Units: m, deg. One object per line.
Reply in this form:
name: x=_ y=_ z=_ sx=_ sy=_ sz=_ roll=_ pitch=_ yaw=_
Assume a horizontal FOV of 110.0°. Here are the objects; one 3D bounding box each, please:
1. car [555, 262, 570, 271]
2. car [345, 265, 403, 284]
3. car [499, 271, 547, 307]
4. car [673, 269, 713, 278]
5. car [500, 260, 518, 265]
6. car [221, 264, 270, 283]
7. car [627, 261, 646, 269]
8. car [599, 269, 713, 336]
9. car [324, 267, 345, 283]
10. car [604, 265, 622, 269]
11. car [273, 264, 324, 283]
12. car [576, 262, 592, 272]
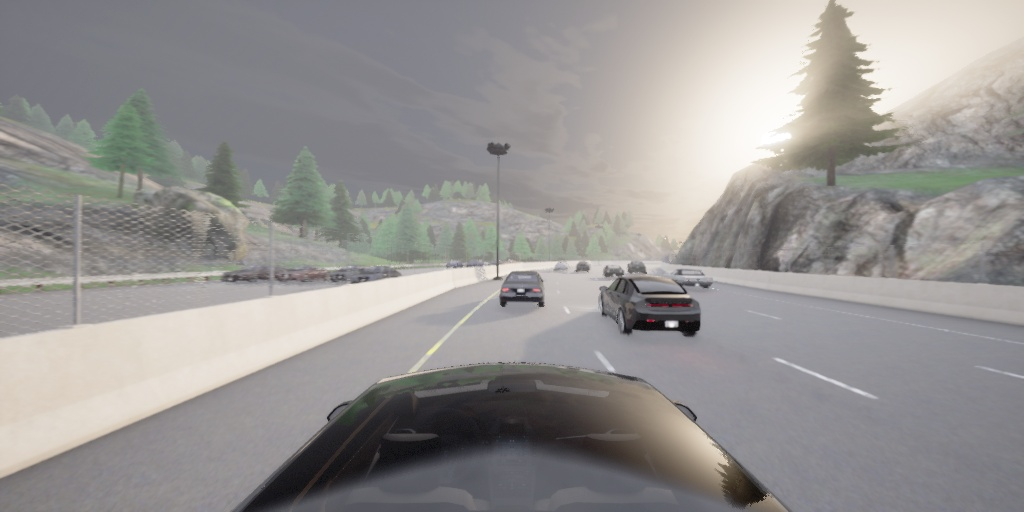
car: x=7.919 y=1.606 z=56.338 sx=1.812 sy=1.442 sz=4.674 roll=0 pitch=0 yaw=17
car: x=-9.217 y=1.365 z=24.814 sx=1.994 sy=1.385 sz=4.181 roll=0 pitch=0 yaw=7
car: x=0.566 y=1.374 z=16.151 sx=2.033 sy=1.411 sz=5.357 roll=0 pitch=0 yaw=5
car: x=12.136 y=1.554 z=25.087 sx=1.895 sy=1.301 sz=4.718 roll=0 pitch=0 yaw=8
car: x=-0.400 y=1.539 z=65.102 sx=1.882 sy=1.535 sz=5.008 roll=0 pitch=0 yaw=18
car: x=-19.456 y=1.291 z=27.810 sx=2.033 sy=1.411 sz=5.357 roll=0 pitch=0 yaw=7
car: x=16.423 y=1.448 z=47.404 sx=2.097 sy=1.767 sz=4.553 roll=0 pitch=0 yaw=14
car: x=3.857 y=1.329 z=10.734 sx=1.837 sy=1.490 sz=4.892 roll=0 pitch=0 yaw=4
car: x=-12.327 y=1.360 z=28.166 sx=1.994 sy=1.385 sz=4.181 roll=0 pitch=0 yaw=7
car: x=10.749 y=1.611 z=38.248 sx=1.895 sy=1.301 sz=4.718 roll=0 pitch=0 yaw=12
car: x=-15.913 y=1.332 z=27.661 sx=1.994 sy=1.385 sz=4.181 roll=0 pitch=0 yaw=7
car: x=10.704 y=1.592 z=53.366 sx=1.837 sy=1.490 sz=4.892 roll=-1 pitch=0 yaw=16
